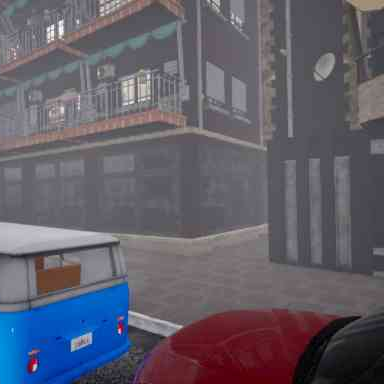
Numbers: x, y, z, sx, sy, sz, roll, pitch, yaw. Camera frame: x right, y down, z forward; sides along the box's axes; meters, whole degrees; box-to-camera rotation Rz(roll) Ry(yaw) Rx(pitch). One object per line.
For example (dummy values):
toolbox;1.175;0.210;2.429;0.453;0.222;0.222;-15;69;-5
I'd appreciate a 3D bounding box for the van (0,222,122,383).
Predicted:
van;-2.671;1.343;4.581;3.998;1.788;1.690;0;-1;35

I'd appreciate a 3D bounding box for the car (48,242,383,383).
car;1.850;1.315;1.395;5.009;1.841;2.192;0;-1;35
